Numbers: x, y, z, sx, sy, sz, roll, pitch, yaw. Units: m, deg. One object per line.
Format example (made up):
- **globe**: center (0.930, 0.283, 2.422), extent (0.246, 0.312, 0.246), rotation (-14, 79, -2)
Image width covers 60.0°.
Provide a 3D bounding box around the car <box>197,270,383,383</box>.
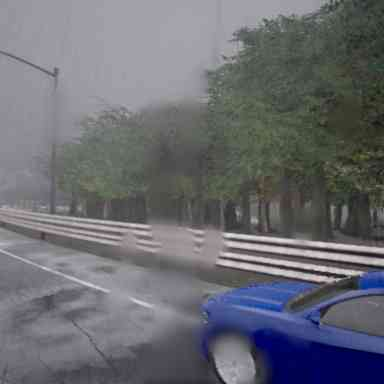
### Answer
- **car**: center (2.321, 1.604, 3.546), extent (5.008, 1.535, 1.882), rotation (0, -2, 40)
